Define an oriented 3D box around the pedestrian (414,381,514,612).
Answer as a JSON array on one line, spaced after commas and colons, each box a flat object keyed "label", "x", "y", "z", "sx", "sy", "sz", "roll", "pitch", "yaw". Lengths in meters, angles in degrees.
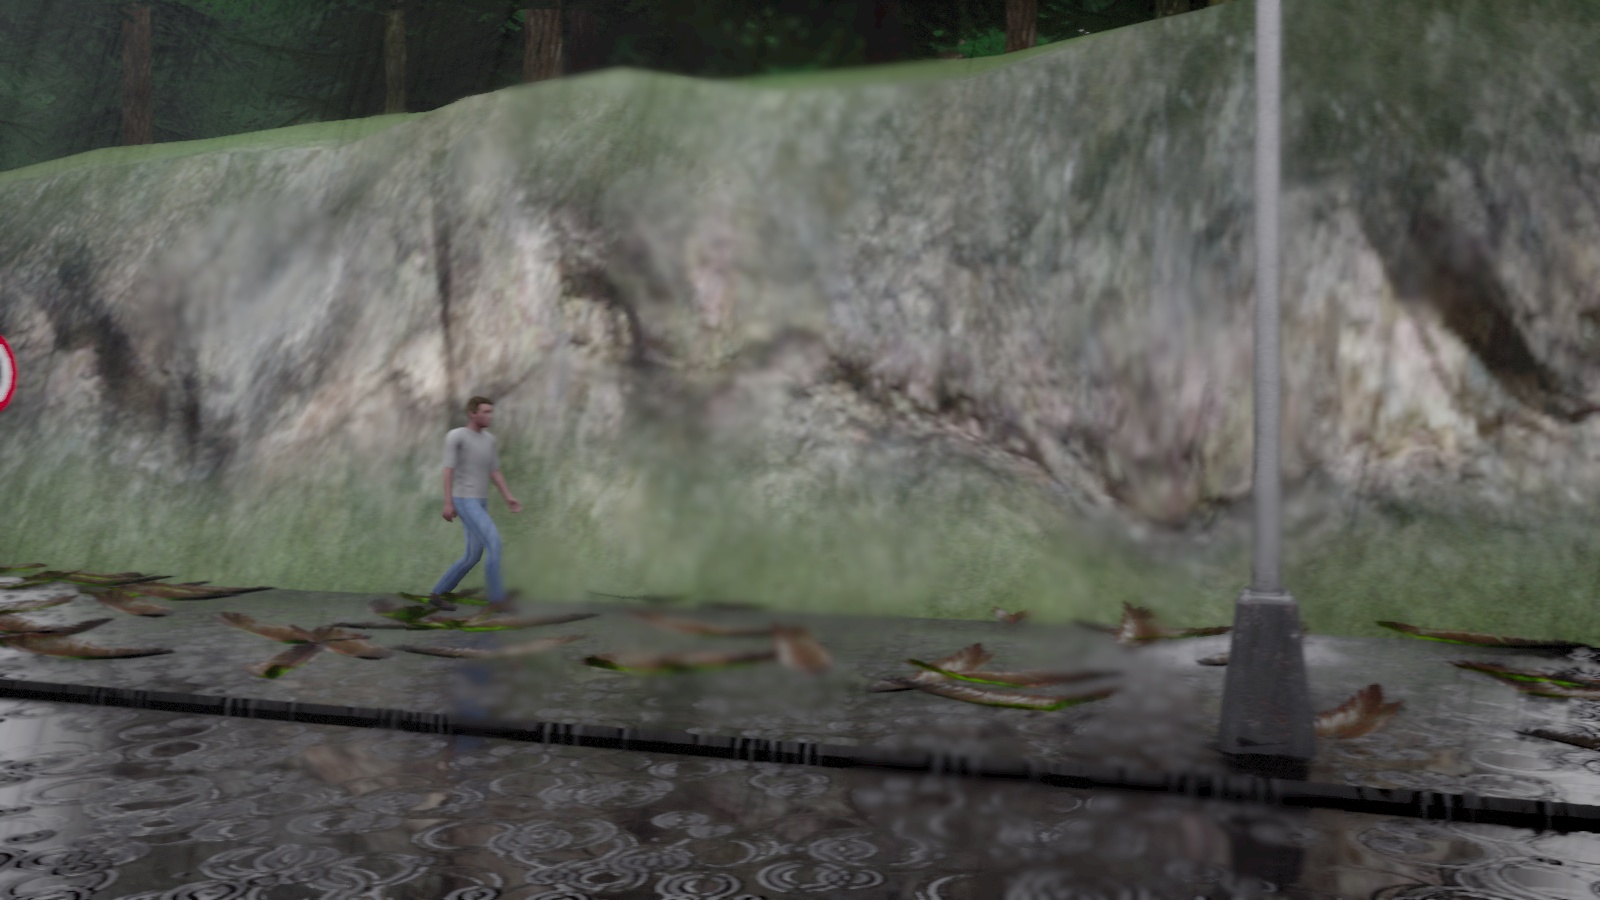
[{"label": "pedestrian", "x": -2.736, "y": 0.364, "z": 10.237, "sx": 0.706, "sy": 1.836, "sz": 0.354, "roll": 1, "pitch": 1, "yaw": 18}]
